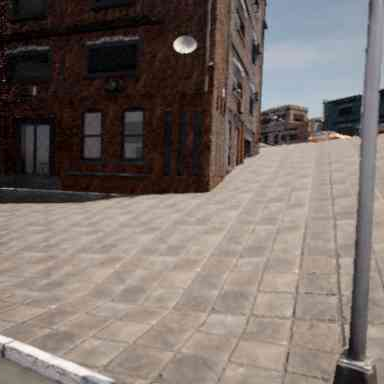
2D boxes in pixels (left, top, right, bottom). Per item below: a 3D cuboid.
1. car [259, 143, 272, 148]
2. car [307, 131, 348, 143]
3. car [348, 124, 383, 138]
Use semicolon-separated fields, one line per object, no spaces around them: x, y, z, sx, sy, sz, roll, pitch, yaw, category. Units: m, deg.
8.737;-5.689;43.614;2.231;1.521;4.892;1;2;-29;car
14.024;-5.383;33.953;2.185;1.767;4.553;1;2;-29;car
16.671;-5.162;29.114;2.185;1.767;4.553;1;2;-29;car
